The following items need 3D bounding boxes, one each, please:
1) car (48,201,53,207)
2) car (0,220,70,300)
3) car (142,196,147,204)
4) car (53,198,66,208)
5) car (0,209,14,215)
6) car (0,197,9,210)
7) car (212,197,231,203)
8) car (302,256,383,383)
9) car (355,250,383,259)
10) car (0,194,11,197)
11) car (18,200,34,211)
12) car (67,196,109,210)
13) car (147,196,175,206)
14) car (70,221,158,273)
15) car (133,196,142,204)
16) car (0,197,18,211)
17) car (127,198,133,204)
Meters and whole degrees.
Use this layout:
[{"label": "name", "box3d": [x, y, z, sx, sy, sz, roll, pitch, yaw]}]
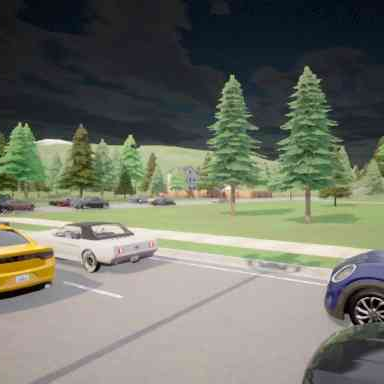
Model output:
[{"label": "car", "box3d": [-19.284, 1.592, 50.527, 1.895, 1.301, 4.718, 0, 0, 36]}, {"label": "car", "box3d": [-5.215, 1.476, 7.698, 5.008, 1.535, 1.882, 0, 0, 35]}, {"label": "car", "box3d": [-5.699, 1.470, 57.250, 1.882, 1.535, 5.008, 0, 0, 36]}, {"label": "car", "box3d": [-16.890, 1.592, 47.870, 1.895, 1.301, 4.718, 0, 0, 36]}, {"label": "car", "box3d": [-10.839, 1.597, 15.998, 4.718, 1.301, 1.895, 0, 0, 35]}, {"label": "car", "box3d": [-25.850, 1.469, 41.537, 1.882, 1.535, 5.008, 0, 0, 36]}, {"label": "car", "box3d": [5.838, 1.636, 66.968, 1.895, 1.301, 4.718, 0, 0, 36]}, {"label": "car", "box3d": [3.102, 1.505, 1.762, 4.892, 1.490, 1.837, 0, 0, 35]}, {"label": "car", "box3d": [4.499, 1.352, 5.067, 4.553, 1.767, 2.097, 0, 0, 36]}, {"label": "car", "box3d": [-23.724, 1.215, 38.517, 2.150, 2.045, 5.566, 0, 0, 36]}, {"label": "car", "box3d": [-20.110, 1.557, 37.530, 1.994, 1.385, 4.181, 0, 0, 36]}, {"label": "car", "box3d": [-12.660, 1.499, 41.797, 1.837, 1.490, 4.892, 0, 0, 36]}, {"label": "car", "box3d": [-4.608, 1.556, 52.815, 1.994, 1.385, 4.181, 0, 0, 36]}, {"label": "car", "box3d": [-3.433, 1.599, 10.728, 4.718, 1.301, 1.895, 0, 0, 35]}, {"label": "car", "box3d": [-7.667, 1.484, 60.475, 2.128, 1.511, 4.902, 0, 0, 36]}, {"label": "car", "box3d": [-19.818, 1.498, 31.871, 1.837, 1.490, 4.892, 0, 0, 35]}, {"label": "car", "box3d": [-10.132, 1.516, 63.017, 1.812, 1.442, 4.674, 0, 0, 36]}]
